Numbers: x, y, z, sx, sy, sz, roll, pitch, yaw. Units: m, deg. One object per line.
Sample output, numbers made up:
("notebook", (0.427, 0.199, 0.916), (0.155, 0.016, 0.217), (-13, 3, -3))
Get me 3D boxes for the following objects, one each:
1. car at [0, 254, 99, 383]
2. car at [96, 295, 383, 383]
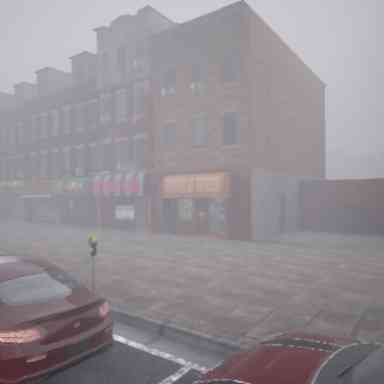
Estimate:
("car", (-2.948, 1.609, 4.919), (4.206, 1.307, 1.802), (0, -1, 36))
("car", (1.671, 1.437, 1.625), (4.097, 1.590, 1.967), (0, -1, 36))
